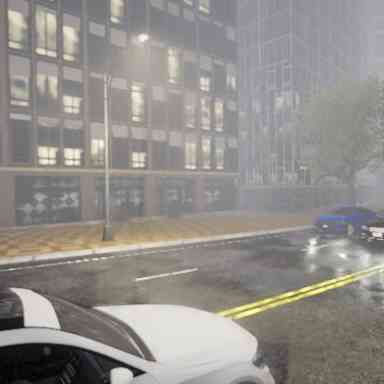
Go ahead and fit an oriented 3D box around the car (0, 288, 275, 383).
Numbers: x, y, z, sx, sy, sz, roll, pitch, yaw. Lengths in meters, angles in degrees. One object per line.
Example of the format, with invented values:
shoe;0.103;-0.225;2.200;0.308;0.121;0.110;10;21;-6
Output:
car;-1.418;1.532;2.500;4.674;1.442;1.812;0;0;-36

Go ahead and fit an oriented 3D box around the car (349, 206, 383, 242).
car;9.617;1.529;15.450;4.902;1.511;2.128;0;0;-40

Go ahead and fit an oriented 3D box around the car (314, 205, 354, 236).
car;8.887;1.528;19.077;5.008;1.535;1.882;0;0;-41
